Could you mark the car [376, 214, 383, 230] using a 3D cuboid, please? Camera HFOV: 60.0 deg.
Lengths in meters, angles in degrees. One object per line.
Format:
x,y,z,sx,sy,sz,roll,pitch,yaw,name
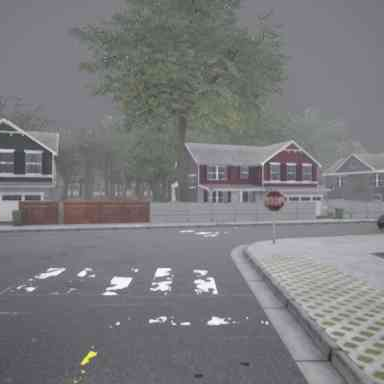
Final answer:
13.783,1.730,20.934,4.181,1.385,1.994,1,0,-20,car
